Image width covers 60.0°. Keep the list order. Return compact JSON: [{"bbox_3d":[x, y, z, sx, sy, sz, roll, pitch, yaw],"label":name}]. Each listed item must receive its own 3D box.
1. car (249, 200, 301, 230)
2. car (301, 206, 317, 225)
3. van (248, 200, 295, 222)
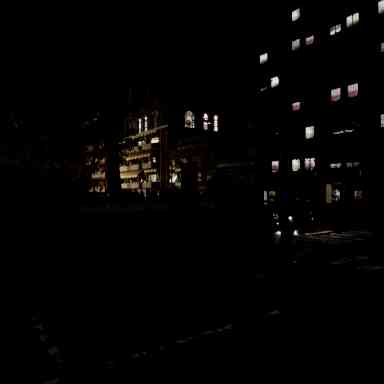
[{"bbox_3d":[4.918,1.605,23.421,2.097,1.767,4.553,0,-1,-36],"label":"car"},{"bbox_3d":[7.201,1.744,25.839,2.128,1.511,4.902,0,-1,-37],"label":"car"},{"bbox_3d":[7.136,1.643,30.187,1.690,1.788,3.998,-1,0,-36],"label":"van"}]
